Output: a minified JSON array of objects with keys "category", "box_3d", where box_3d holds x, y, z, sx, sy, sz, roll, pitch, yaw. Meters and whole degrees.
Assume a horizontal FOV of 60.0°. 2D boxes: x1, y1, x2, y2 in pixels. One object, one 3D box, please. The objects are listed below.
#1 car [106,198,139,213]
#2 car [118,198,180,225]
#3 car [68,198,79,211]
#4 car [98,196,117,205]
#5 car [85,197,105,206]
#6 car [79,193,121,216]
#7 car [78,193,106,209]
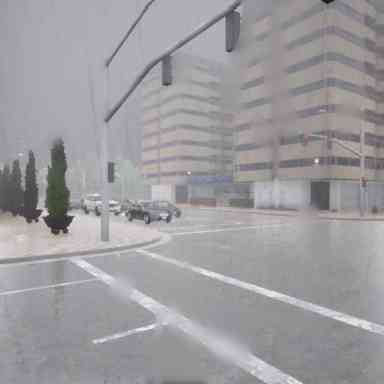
[{"category":"car","box_3d":[-7.926,1.505,37.401,1.837,1.490,4.892,0,0,-35]},{"category":"car","box_3d":[-3.296,1.491,24.684,2.128,1.511,4.902,0,0,-35]},{"category":"car","box_3d":[-14.576,1.526,40.789,1.812,1.442,4.674,0,0,-35]},{"category":"car","box_3d":[-15.554,1.526,60.837,1.812,1.442,4.674,0,0,-35]},{"category":"car","box_3d":[-16.401,1.564,55.948,1.994,1.385,4.181,0,0,-35]},{"category":"car","box_3d":[-8.956,1.222,32.767,2.150,2.045,5.566,0,0,-35]},{"category":"car","box_3d":[-13.834,1.221,45.878,2.150,2.045,5.566,0,0,-34]}]
